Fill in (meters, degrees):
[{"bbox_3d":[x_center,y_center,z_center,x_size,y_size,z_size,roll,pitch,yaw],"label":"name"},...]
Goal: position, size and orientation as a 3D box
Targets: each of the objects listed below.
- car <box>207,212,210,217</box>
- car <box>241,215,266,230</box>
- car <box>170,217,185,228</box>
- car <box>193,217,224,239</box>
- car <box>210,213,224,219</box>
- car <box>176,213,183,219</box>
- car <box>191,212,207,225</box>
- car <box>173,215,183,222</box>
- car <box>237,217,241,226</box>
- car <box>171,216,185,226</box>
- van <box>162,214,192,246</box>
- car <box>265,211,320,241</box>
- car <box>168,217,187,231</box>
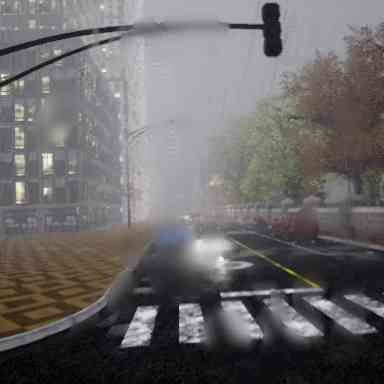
[{"bbox_3d":[5.194,5.300,73.551,2.008,1.369,4.403,-3,-3,-2],"label":"car"},{"bbox_3d":[6.654,3.167,34.249,1.802,1.307,4.206,-3,-3,-2],"label":"car"},{"bbox_3d":[-1.931,4.148,45.450,1.947,1.339,4.313,-3,-3,-2],"label":"car"},{"bbox_3d":[1.340,3.091,27.805,1.895,1.301,4.718,-3,-3,-2],"label":"car"},{"bbox_3d":[5.397,4.984,67.931,1.887,1.381,4.507,-3,-3,-2],"label":"car"},{"bbox_3d":[-3.342,6.592,90.366,1.887,1.381,4.507,-3,-3,-2],"label":"car"},{"bbox_3d":[0.630,4.013,49.180,2.097,1.767,4.553,-3,-3,-2],"label":"car"},{"bbox_3d":[-2.769,5.385,67.910,1.947,1.339,4.313,-3,-3,-2],"label":"car"},{"bbox_3d":[6.436,3.428,40.035,1.752,1.417,4.829,-3,-3,-2],"label":"car"},{"bbox_3d":[-2.141,4.457,51.065,1.947,1.339,4.313,-3,-3,-2],"label":"car"},{"bbox_3d":[-1.105,2.690,23.001,1.690,1.788,3.998,-3,-3,-2],"label":"van"},{"bbox_3d":[7.060,2.284,23.037,2.192,1.841,5.009,-3,-3,-2],"label":"car"},{"bbox_3d":[-1.723,3.824,39.835,2.008,1.369,4.403,-3,-3,-2],"label":"car"}]
